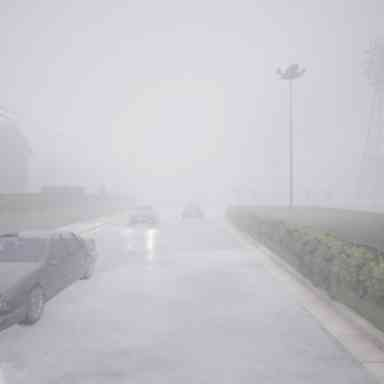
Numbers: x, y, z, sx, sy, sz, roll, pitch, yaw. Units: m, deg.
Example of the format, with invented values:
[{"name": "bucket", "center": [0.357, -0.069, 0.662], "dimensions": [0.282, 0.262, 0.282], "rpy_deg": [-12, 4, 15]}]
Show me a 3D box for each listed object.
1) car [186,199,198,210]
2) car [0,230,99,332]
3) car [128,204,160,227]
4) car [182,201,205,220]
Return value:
[{"name": "car", "center": [0.034, 1.870, 50.517], "dimensions": [1.812, 1.442, 4.674], "rpy_deg": [0, 0, 0]}, {"name": "car", "center": [-3.593, 1.599, 7.440], "dimensions": [2.033, 1.411, 5.357], "rpy_deg": [0, 0, 0]}, {"name": "car", "center": [-3.483, 1.670, 24.753], "dimensions": [1.837, 1.490, 4.892], "rpy_deg": [0, 0, 0]}, {"name": "car", "center": [0.116, 1.769, 30.098], "dimensions": [1.994, 1.385, 4.181], "rpy_deg": [0, 0, 0]}]
